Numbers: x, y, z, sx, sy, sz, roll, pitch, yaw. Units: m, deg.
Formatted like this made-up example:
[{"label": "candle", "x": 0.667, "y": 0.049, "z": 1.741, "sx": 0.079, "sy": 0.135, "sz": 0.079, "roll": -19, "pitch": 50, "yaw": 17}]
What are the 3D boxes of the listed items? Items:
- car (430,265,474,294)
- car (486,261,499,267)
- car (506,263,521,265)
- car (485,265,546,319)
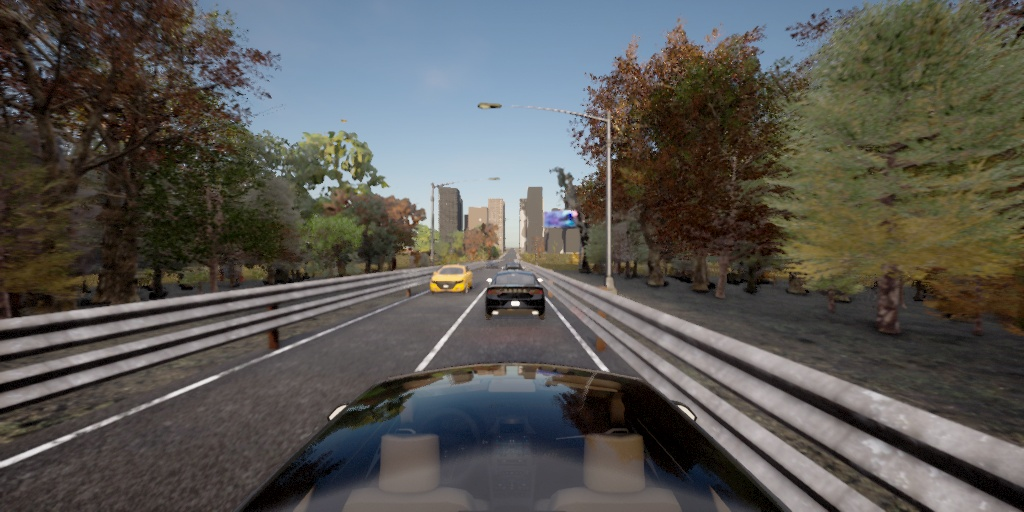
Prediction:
[{"label": "car", "x": -3.349, "y": 1.270, "z": 20.673, "sx": 1.882, "sy": 1.535, "sz": 5.008, "roll": 0, "pitch": 0, "yaw": 0}, {"label": "car", "x": -3.314, "y": 1.573, "z": 61.836, "sx": 1.994, "sy": 1.385, "sz": 4.181, "roll": 0, "pitch": 0, "yaw": 0}, {"label": "car", "x": 0.097, "y": 1.360, "z": 32.624, "sx": 1.837, "sy": 1.490, "sz": 4.892, "roll": 0, "pitch": 0, "yaw": 0}, {"label": "car", "x": 0.098, "y": 1.236, "z": 12.866, "sx": 1.882, "sy": 1.535, "sz": 5.008, "roll": 0, "pitch": 0, "yaw": 0}]
